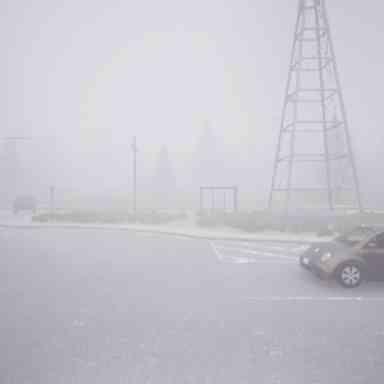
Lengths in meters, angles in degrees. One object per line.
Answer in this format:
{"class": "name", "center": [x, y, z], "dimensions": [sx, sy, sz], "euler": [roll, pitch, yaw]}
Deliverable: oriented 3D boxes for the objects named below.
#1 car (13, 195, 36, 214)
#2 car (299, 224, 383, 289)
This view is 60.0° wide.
{"class": "car", "center": [-19.062, 1.360, 37.931], "dimensions": [2.150, 2.045, 5.566], "euler": [0, 0, -27]}
{"class": "car", "center": [4.891, 1.552, 8.623], "dimensions": [3.905, 1.438, 1.784], "euler": [0, 0, 0]}
